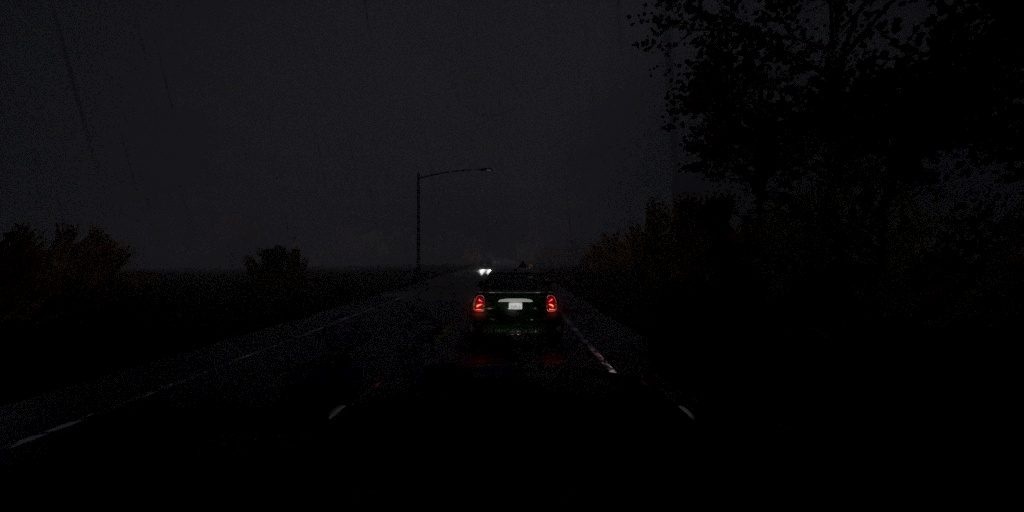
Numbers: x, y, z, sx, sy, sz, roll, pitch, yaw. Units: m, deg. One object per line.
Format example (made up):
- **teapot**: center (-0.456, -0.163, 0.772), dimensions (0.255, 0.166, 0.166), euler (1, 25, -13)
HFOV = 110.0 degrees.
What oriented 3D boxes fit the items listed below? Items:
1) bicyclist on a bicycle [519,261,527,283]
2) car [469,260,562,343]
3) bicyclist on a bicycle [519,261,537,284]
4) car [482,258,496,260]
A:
- **bicyclist on a bicycle**: center (0.824, 1.193, 27.323), dimensions (0.582, 1.620, 1.656), euler (0, 0, 0)
- **car**: center (0.067, 1.099, 9.862), dimensions (2.097, 1.767, 4.553), euler (0, 0, 0)
- **bicyclist on a bicycle**: center (0.893, 1.181, 17.207), dimensions (0.866, 1.612, 1.509), euler (0, 0, 0)
- **car**: center (-4.036, 1.227, 55.266), dimensions (2.128, 1.511, 4.902), euler (0, 0, -1)
